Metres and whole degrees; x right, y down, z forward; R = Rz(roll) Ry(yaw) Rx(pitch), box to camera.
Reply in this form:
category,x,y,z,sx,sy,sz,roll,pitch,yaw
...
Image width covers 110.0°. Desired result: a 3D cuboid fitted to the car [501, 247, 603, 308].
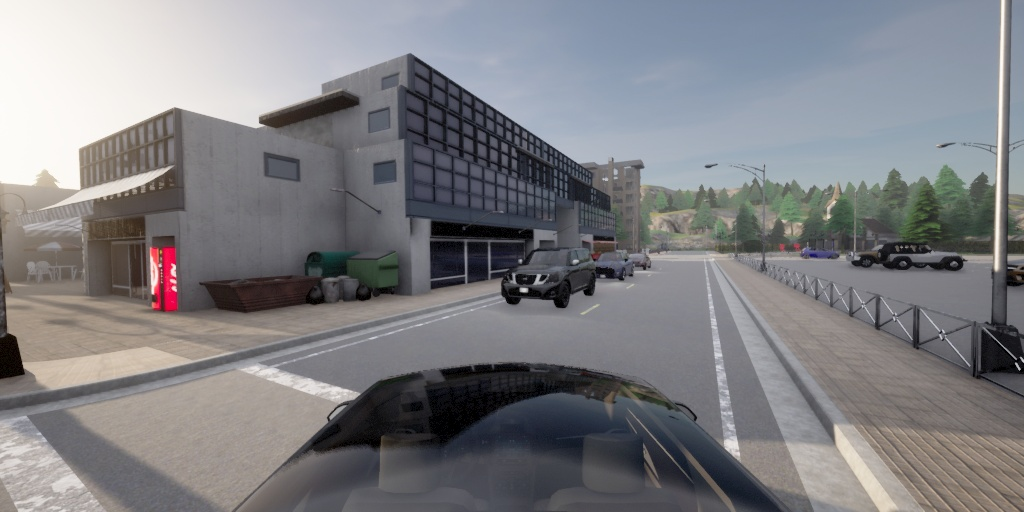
category,x,y,z,sx,sy,sz,roll,pitch,yaw
car,1.676,0.674,13.996,2.150,2.045,5.566,0,2,28

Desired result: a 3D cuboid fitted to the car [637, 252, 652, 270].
category,x,y,z,sx,sy,sz,roll,pitch,yaw
car,11.113,0.418,31.706,1.812,1.442,4.674,0,2,28

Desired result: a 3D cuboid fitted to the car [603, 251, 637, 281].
category,x,y,z,sx,sy,sz,roll,pitch,yaw
car,6.299,0.530,22.677,2.097,1.767,4.553,0,2,28
